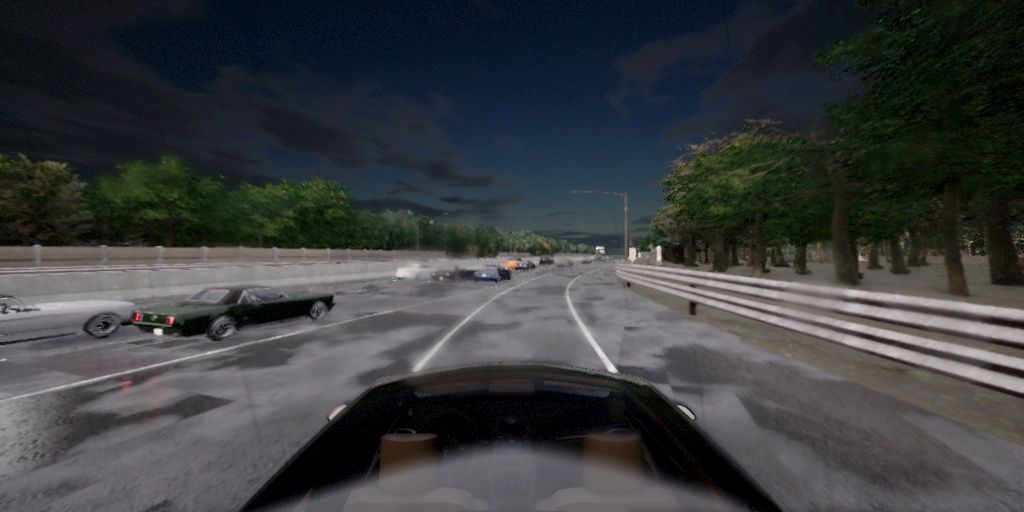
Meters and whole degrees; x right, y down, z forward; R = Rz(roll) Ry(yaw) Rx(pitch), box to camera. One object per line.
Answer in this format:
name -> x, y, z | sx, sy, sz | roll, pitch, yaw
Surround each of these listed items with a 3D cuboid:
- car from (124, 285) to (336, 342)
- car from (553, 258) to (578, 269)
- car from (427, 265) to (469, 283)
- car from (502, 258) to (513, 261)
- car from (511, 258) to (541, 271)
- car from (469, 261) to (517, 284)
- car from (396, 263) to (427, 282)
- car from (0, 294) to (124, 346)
car -> -7.643, 1.497, 10.582 | 1.895, 1.301, 4.718 | 0, 0, 19
car -> 8.535, 1.223, 56.751 | 2.033, 1.411, 5.357 | 0, 0, 19
car -> -4.700, 1.421, 29.563 | 1.895, 1.301, 4.718 | 0, 0, 19
car -> 0.591, 1.066, 55.248 | 2.097, 1.767, 4.553 | 0, 0, 19
car -> 1.926, 1.278, 48.475 | 2.033, 1.411, 5.357 | 0, 0, 19
car -> -1.407, 1.374, 28.381 | 1.994, 1.385, 4.181 | 0, 0, 19
car -> -8.010, 1.356, 30.699 | 1.812, 1.442, 4.674 | 0, 0, 19
car -> -12.136, 1.526, 8.345 | 1.895, 1.301, 4.718 | 0, 0, 19
